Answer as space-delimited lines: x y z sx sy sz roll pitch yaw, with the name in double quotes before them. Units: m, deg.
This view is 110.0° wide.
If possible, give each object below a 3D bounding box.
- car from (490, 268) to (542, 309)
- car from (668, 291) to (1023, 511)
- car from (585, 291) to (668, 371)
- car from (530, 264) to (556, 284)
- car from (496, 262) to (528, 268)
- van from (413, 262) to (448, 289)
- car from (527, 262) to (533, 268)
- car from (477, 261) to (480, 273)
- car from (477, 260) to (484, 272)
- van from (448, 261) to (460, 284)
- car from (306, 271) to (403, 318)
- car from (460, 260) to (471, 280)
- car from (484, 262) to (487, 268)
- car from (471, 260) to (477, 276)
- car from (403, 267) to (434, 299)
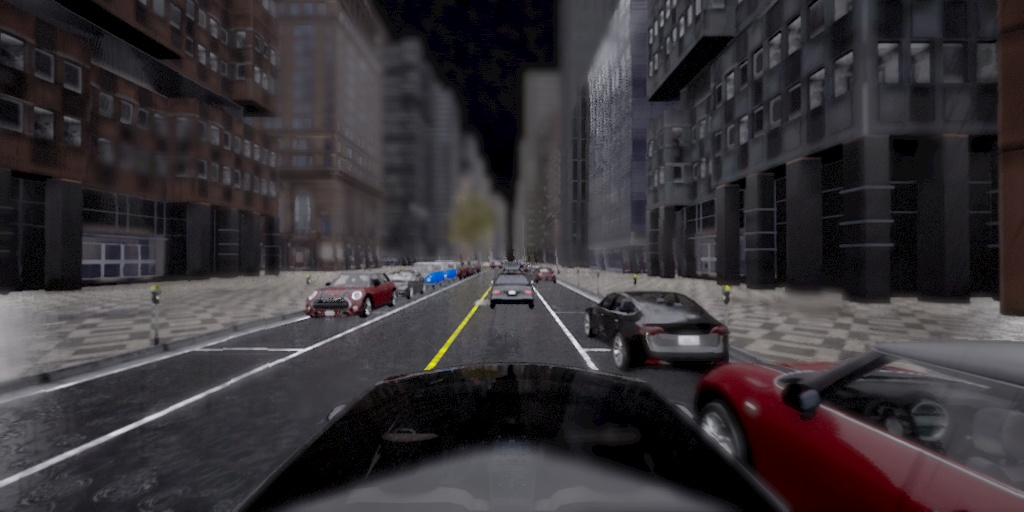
"car" 0.004 1.433 15.851 2.033 1.411 5.357 0 -1 0
"car" 2.762 1.192 1.963 1.967 1.591 4.097 0 0 0
"car" 2.764 1.372 7.640 1.948 1.339 4.313 0 0 0
"car" 2.768 1.607 30.350 1.802 1.307 4.207 0 0 0
"car" 0.010 1.525 31.157 2.128 1.511 4.902 0 0 0
"van" -5.758 1.311 24.669 1.690 1.789 3.998 0 0 0
"car" 2.771 1.685 41.705 2.007 1.370 4.403 0 0 0
"car" -5.753 1.756 47.377 1.948 1.339 4.313 0 0 0
"car" -5.752 1.560 53.054 2.192 1.841 5.009 0 0 0
"van" -5.757 1.366 30.346 1.690 1.789 3.998 0 0 0
"car" -5.760 1.301 13.314 1.967 1.591 4.097 0 0 0
"car" -5.756 1.394 36.023 2.192 1.841 5.009 0 0 0
"car" -5.751 1.852 58.731 2.007 1.370 4.403 0 0 0
"car" -5.754 1.449 41.700 2.192 1.841 5.009 0 0 0
"car" -5.759 1.466 18.991 2.007 1.370 4.403 0 0 0
